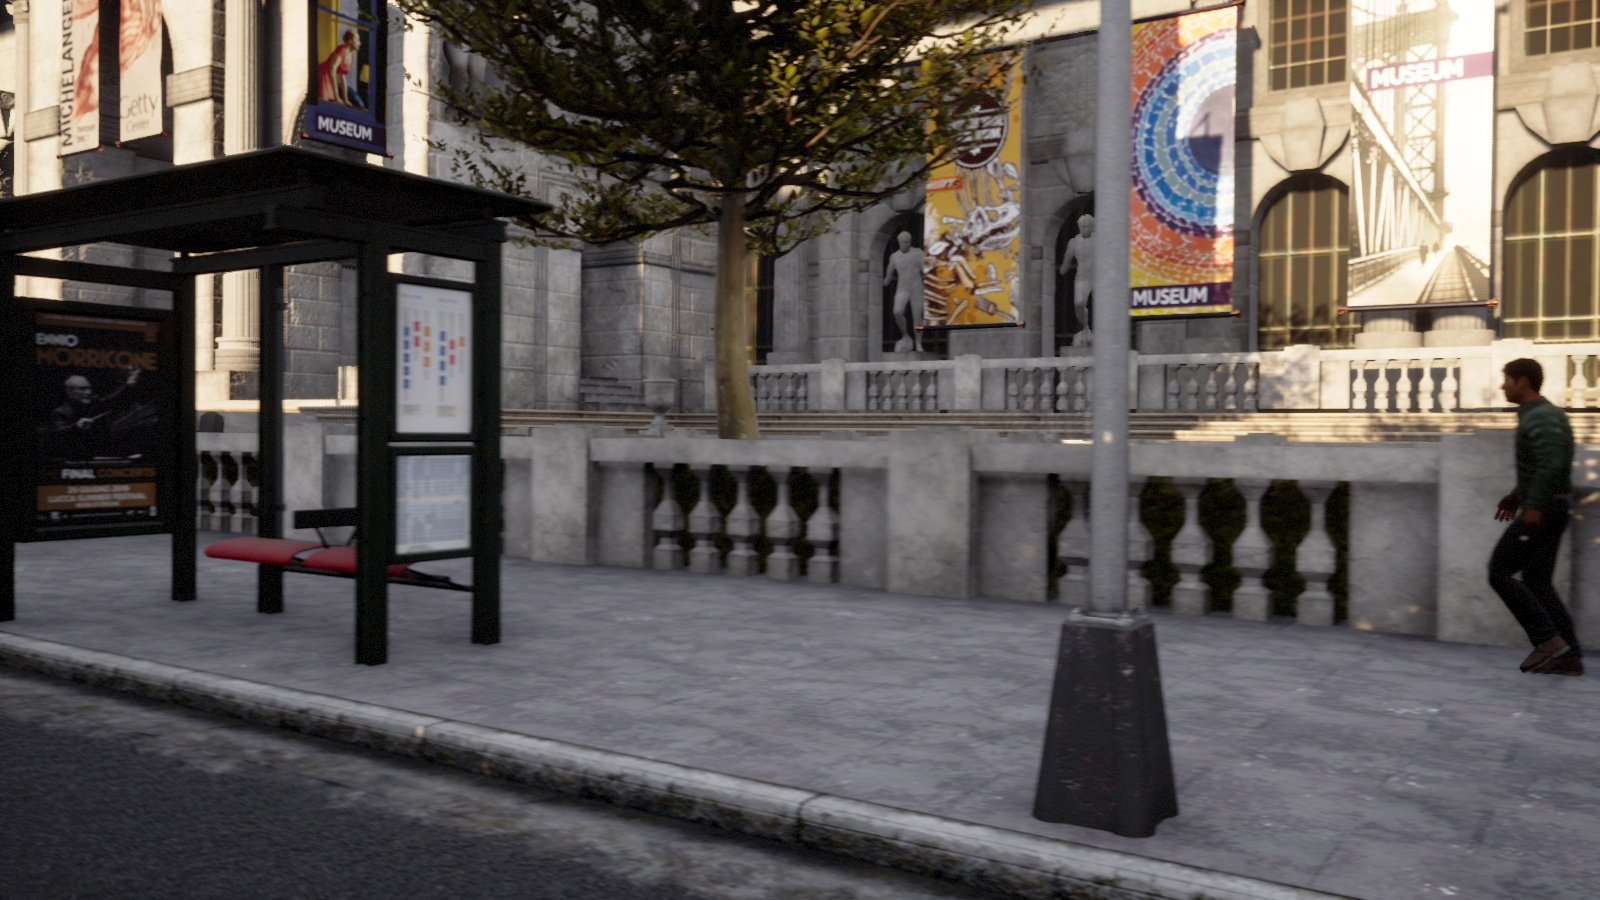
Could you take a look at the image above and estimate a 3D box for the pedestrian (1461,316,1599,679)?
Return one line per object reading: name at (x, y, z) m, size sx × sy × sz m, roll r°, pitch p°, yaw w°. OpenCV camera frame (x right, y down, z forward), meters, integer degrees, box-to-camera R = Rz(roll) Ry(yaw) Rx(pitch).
pedestrian at (4.206, 0.253, 7.076) m, size 0.788 × 1.949 × 0.423 m, roll 0°, pitch 1°, yaw 37°
